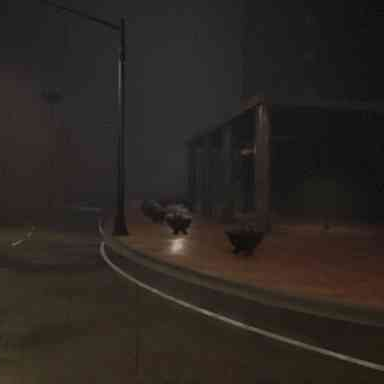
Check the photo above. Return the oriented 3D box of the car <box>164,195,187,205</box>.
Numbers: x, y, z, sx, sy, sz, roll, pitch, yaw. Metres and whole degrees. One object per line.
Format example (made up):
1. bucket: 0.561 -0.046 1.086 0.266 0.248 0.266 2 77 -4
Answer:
1. car: -2.146 1.378 54.931 1.837 1.490 4.892 1 0 27

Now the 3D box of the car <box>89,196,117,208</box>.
1. car: -11.683 1.328 44.752 1.812 1.442 4.674 1 1 31

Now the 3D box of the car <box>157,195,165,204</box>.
1. car: -4.394 1.336 58.619 2.128 1.511 4.902 1 0 27
